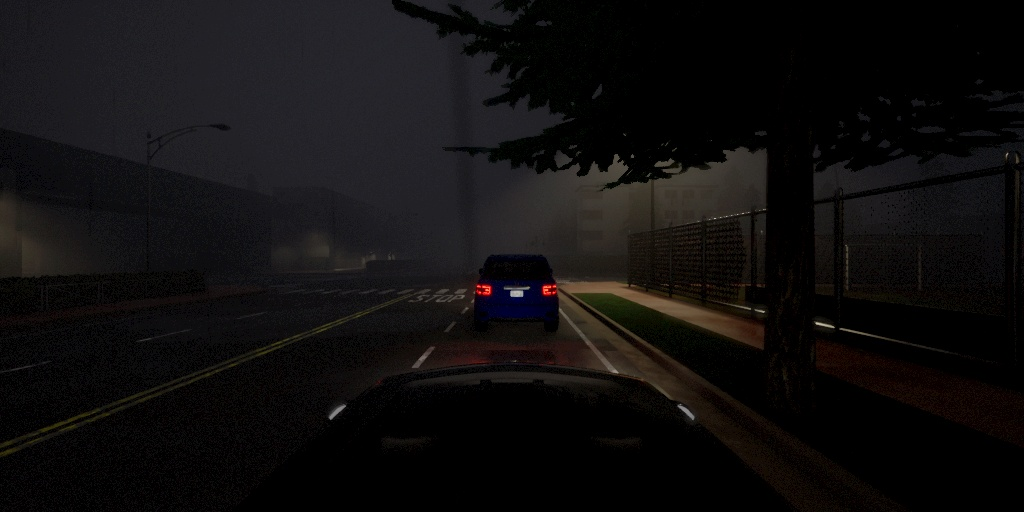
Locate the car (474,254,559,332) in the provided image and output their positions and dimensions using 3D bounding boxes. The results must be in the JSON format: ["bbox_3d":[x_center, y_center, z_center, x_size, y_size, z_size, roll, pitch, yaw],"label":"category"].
[{"bbox_3d":[0.119,0.972,11.021,2.150,2.045,5.566,0,0,0],"label":"car"}]

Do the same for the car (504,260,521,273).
[{"bbox_3d":[0.049,1.242,45.217,2.128,1.511,4.902,0,0,0],"label":"car"}]
